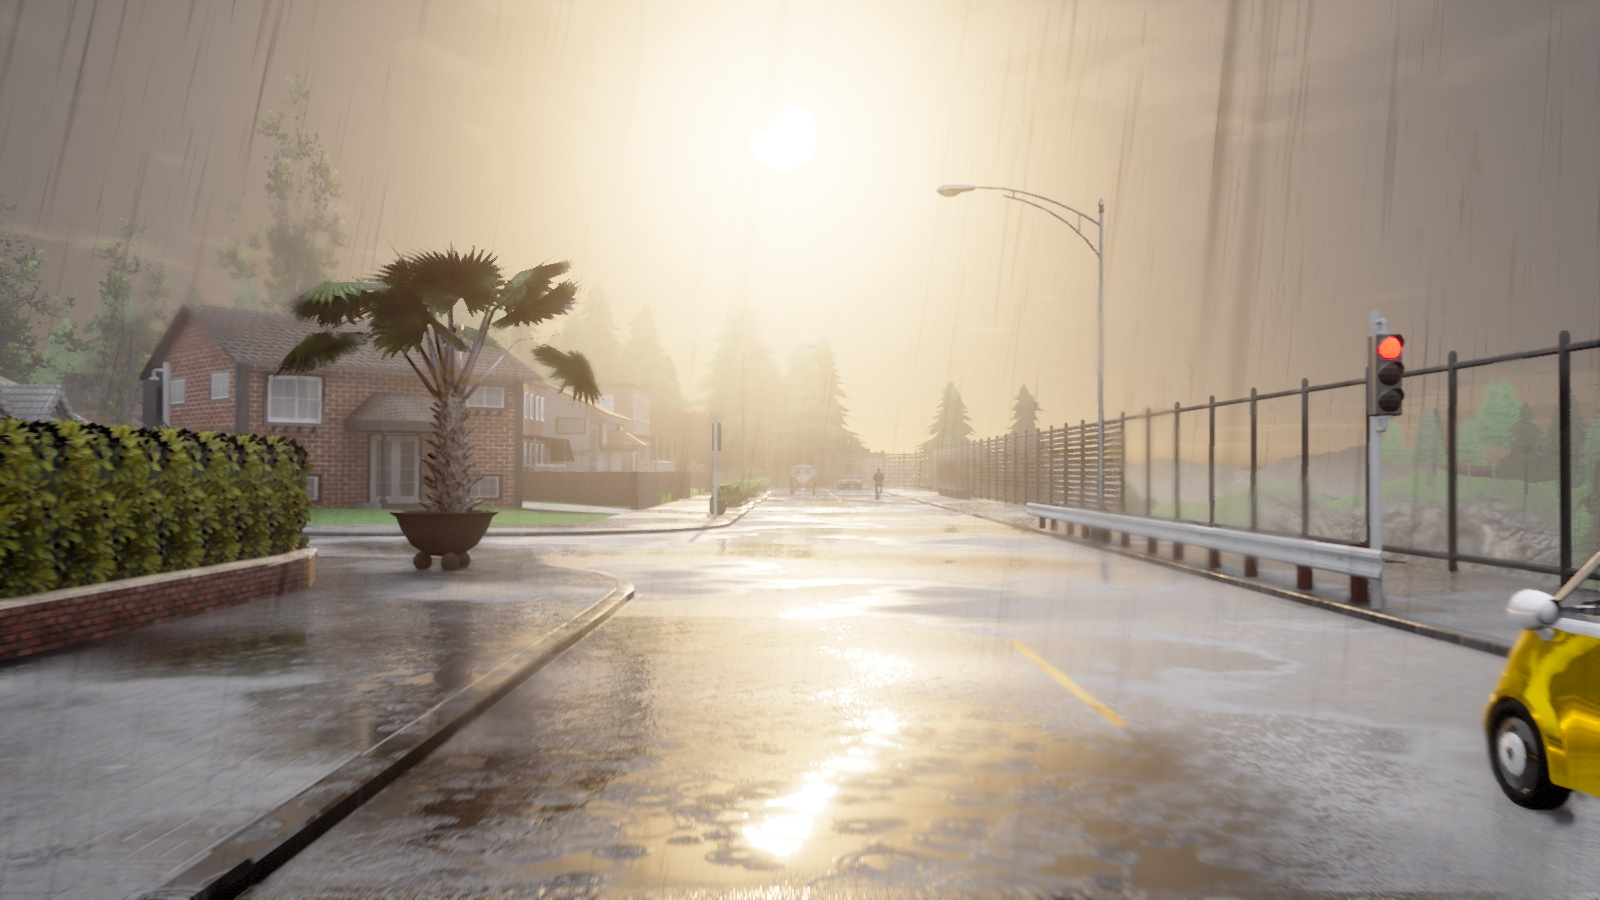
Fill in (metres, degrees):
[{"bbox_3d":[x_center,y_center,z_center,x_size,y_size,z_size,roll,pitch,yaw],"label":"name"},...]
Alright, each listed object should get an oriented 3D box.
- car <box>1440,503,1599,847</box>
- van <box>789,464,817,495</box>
[{"bbox_3d":[4.026,0.944,5.334,1.481,1.376,2.207,0,-1,0],"label":"car"},{"bbox_3d":[0.197,1.973,83.788,1.775,1.987,4.442,0,-1,0],"label":"van"}]
